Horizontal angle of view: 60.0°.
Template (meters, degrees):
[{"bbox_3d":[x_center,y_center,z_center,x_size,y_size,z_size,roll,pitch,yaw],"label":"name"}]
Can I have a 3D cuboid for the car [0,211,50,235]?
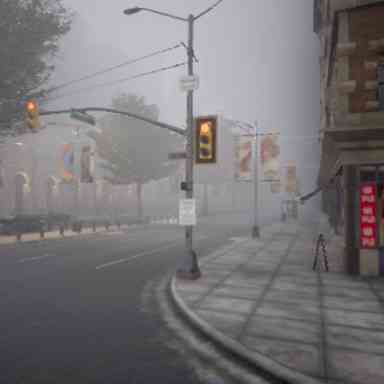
[{"bbox_3d":[-12.908,2.304,24.233,1.994,1.385,4.181,0,-2,20],"label":"car"}]

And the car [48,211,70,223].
[{"bbox_3d":[-15.565,2.731,36.246,1.895,1.301,4.718,0,-2,20],"label":"car"}]
